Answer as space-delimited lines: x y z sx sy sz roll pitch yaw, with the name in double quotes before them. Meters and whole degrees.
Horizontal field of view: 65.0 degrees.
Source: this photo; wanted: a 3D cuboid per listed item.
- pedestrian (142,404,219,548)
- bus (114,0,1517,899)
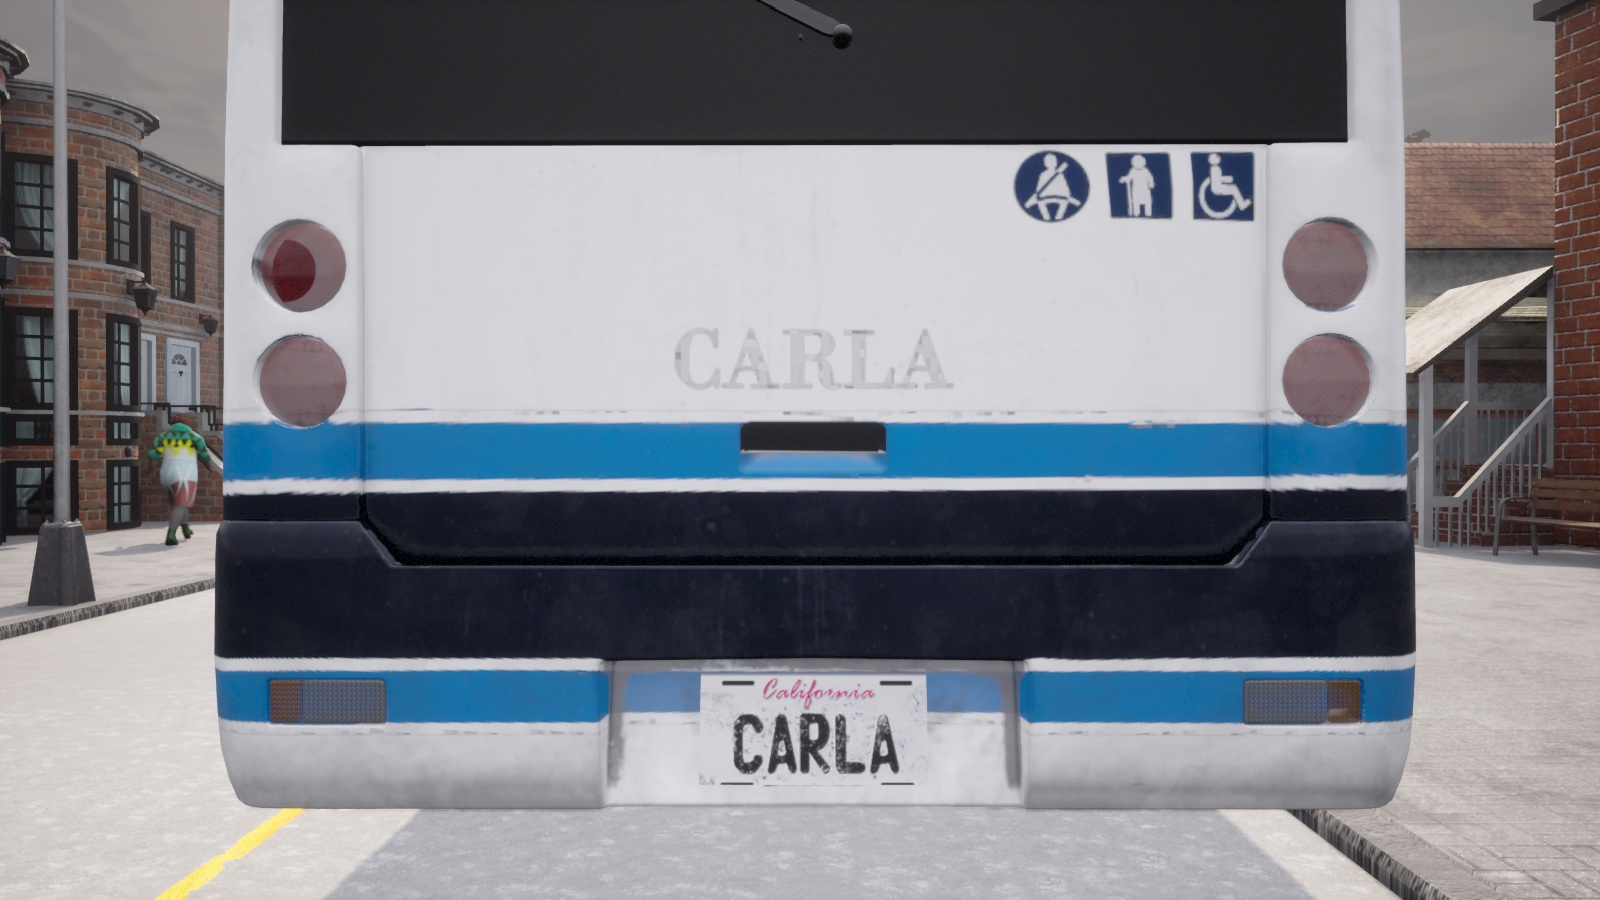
"pedestrian" -8.605 0.351 17.466 0.659 1.952 0.873 0 0 -2
"bus" 0.066 -0.679 8.669 3.944 4.253 10.273 0 0 0
